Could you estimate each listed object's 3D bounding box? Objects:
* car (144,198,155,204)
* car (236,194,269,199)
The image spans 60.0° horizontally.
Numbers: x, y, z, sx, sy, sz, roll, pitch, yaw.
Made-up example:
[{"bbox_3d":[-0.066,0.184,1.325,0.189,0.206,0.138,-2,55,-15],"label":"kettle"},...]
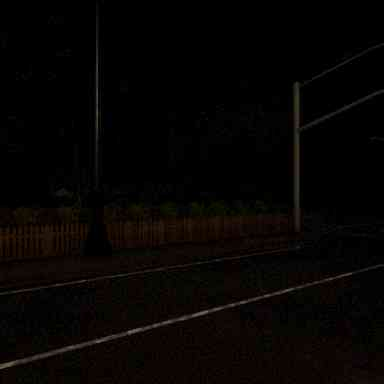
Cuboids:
[{"bbox_3d":[-6.412,1.601,54.139,1.895,1.301,4.718,0,0,-34],"label":"car"},{"bbox_3d":[6.795,1.221,34.991,2.150,2.045,5.566,0,0,-35],"label":"car"}]
